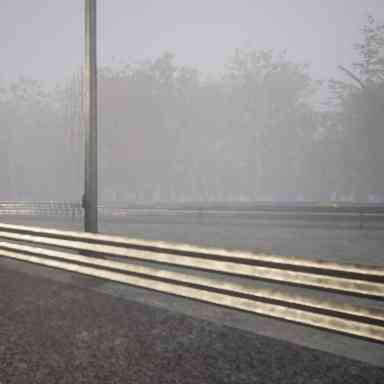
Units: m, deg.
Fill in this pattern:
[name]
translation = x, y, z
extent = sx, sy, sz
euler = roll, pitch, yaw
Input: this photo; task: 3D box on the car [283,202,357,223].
[car]
translation = 9.786, 1.525, 25.676
extent = 5.366, 1.575, 1.801
euler = 0, 0, 15
